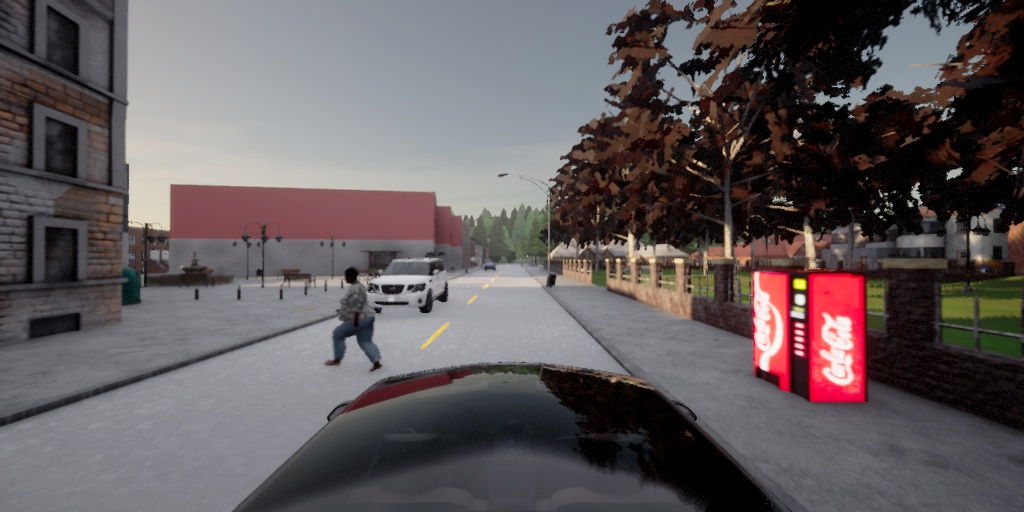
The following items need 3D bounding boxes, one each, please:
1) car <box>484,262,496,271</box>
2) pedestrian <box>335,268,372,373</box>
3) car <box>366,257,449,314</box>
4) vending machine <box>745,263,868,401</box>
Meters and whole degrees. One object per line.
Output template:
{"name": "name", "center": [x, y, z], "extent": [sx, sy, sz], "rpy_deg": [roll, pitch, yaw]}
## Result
{"name": "car", "center": [-3.739, 1.784, 61.700], "extent": [1.882, 1.535, 5.008], "rpy_deg": [0, -1, 1]}
{"name": "pedestrian", "center": [-2.759, 1.086, 6.256], "extent": [0.375, 1.860, 0.375], "rpy_deg": [0, -1, 0]}
{"name": "car", "center": [-4.055, 1.086, 14.868], "extent": [2.150, 2.045, 5.566], "rpy_deg": [0, 0, 0]}
{"name": "vending machine", "center": [4.309, 1.199, 5.283], "extent": [1.100, 2.100, 0.880], "rpy_deg": [0, 0, 0]}
